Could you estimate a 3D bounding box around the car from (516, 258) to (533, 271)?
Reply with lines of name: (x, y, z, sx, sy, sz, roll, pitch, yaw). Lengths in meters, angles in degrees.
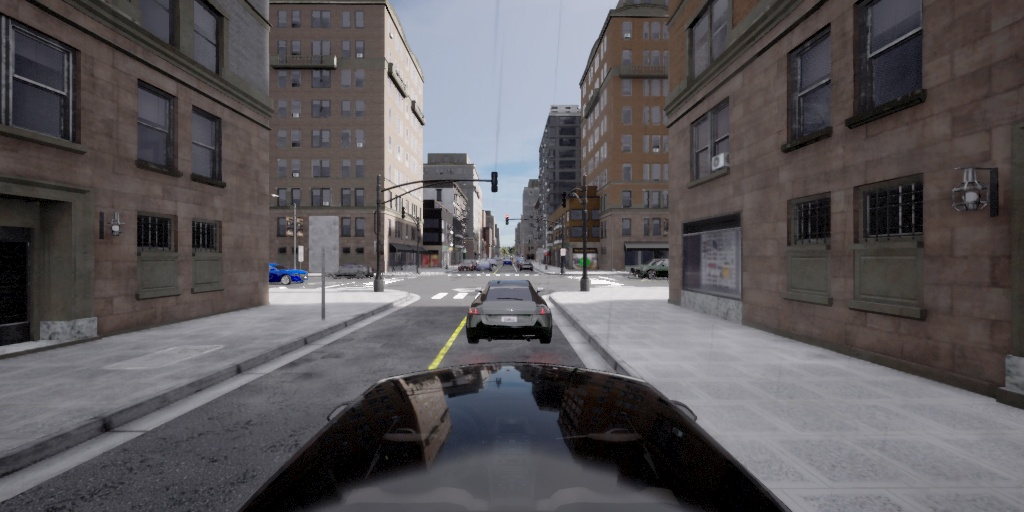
car: (1.899, 1.362, 48.708, 1.948, 1.339, 4.313, 0, 0, 0)

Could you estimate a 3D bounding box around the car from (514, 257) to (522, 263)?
car: (1.764, 1.395, 65.240, 1.948, 1.339, 4.313, 0, 0, 0)

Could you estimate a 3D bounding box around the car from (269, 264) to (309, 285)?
car: (-17.584, 1.291, 26.219, 5.008, 1.535, 1.882, 0, 0, 1)

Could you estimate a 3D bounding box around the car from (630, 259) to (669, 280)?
car: (12.729, 1.052, 30.076, 4.553, 1.767, 2.097, 0, 0, -1)

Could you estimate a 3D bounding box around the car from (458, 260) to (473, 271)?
car: (-6.125, 1.236, 48.643, 1.967, 1.591, 4.097, 0, 0, 0)

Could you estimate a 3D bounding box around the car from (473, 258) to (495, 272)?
car: (-3.562, 1.318, 45.881, 1.812, 1.442, 4.674, 0, 0, -1)

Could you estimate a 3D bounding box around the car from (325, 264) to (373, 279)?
car: (-15.015, 1.381, 32.992, 4.181, 1.385, 1.994, 0, 0, -2)

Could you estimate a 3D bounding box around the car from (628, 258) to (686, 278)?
car: (13.377, 1.056, 33.336, 4.553, 1.767, 2.097, 0, 0, -1)

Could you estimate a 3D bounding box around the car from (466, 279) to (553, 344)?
car: (-0.070, 1.315, 9.636, 1.994, 1.385, 4.181, 0, 0, 0)

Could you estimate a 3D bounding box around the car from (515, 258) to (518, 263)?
car: (1.809, 1.399, 59.730, 1.802, 1.307, 4.207, 0, 0, 0)
